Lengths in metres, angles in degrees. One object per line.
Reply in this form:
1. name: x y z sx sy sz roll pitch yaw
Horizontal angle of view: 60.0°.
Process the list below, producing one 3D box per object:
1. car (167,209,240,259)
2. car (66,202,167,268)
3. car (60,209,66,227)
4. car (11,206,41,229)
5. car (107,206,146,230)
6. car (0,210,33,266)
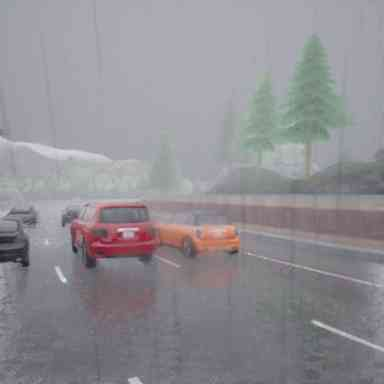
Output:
1. car: 0.021 1.545 13.868 2.097 1.767 4.553 1 0 -26
2. car: -3.050 1.367 12.167 2.150 2.045 5.566 1 -1 -26
3. car: -9.035 1.790 25.748 1.837 1.490 4.892 1 0 -20
4. car: -12.257 1.734 24.372 2.128 1.511 4.902 1 -1 -20
5. car: -5.060 1.851 25.045 2.033 1.411 5.357 1 -1 -21
6. car: -6.614 1.615 11.504 1.837 1.490 4.892 1 0 -26
